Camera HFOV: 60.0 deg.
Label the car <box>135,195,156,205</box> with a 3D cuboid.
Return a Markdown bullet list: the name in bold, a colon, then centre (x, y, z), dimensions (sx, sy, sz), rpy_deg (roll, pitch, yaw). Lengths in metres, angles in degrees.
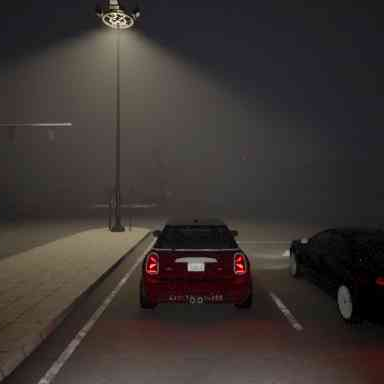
- **car**: centre (-7.973, 1.562, 57.311), dimensions (1.994, 1.385, 4.181), rpy_deg (0, 0, 0)

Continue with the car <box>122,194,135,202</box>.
- **car**: centre (-14.858, 1.352, 78.004), dimensions (2.097, 1.767, 4.553), rpy_deg (0, 0, 0)

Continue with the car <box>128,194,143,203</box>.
- **car**: centre (-11.395, 1.349, 67.161), dimensions (2.097, 1.767, 4.553), rpy_deg (0, 0, 1)

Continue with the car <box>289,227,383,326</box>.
- **car**: centre (3.577, 1.477, 7.156), dimensions (1.882, 1.535, 5.008), rpy_deg (0, 0, 0)

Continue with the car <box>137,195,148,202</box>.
- **car**: centre (-11.359, 1.521, 77.080), dimensions (1.812, 1.442, 4.674), rpy_deg (0, 0, 0)

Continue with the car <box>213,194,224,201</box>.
- **car**: centre (7.157, 1.345, 85.899), dimensions (2.097, 1.767, 4.553), rpy_deg (0, 0, 0)

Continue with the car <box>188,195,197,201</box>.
- **car**: centre (0.156, 1.513, 85.525), dimensions (2.128, 1.511, 4.902), rpy_deg (0, 0, 0)

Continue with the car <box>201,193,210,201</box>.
- **car**: centre (3.657, 1.542, 85.935), dimensions (1.994, 1.385, 4.181), rpy_deg (0, 0, 0)

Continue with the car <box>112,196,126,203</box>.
- **car**: centre (-14.876, 1.561, 68.014), dimensions (1.994, 1.385, 4.181), rpy_deg (0, 0, 0)

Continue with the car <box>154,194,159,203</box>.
- **car**: centre (-7.908, 1.598, 66.065), dimensions (1.895, 1.301, 4.718), rpy_deg (0, 0, 1)

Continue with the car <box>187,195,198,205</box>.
- **car**: centre (0.100, 1.475, 54.915), dimensions (1.882, 1.535, 5.008), rpy_deg (0, 0, 0)

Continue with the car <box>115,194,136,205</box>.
- **car**: centre (-11.465, 1.475, 58.125), dimensions (1.882, 1.535, 5.008), rpy_deg (0, 0, 0)

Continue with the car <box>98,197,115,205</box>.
- **car**: centre (-14.963, 1.561, 58.318), dimensions (1.994, 1.385, 4.181), rpy_deg (0, 0, 0)

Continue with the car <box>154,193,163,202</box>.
- **car**: centre (-7.860, 1.222, 76.636), dimensions (2.150, 2.045, 5.566), rpy_deg (0, 0, 0)

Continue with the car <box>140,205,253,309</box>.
- **car**: centre (0.081, 1.352, 8.031), dimensions (2.097, 1.767, 4.553), rpy_deg (0, 0, 0)
